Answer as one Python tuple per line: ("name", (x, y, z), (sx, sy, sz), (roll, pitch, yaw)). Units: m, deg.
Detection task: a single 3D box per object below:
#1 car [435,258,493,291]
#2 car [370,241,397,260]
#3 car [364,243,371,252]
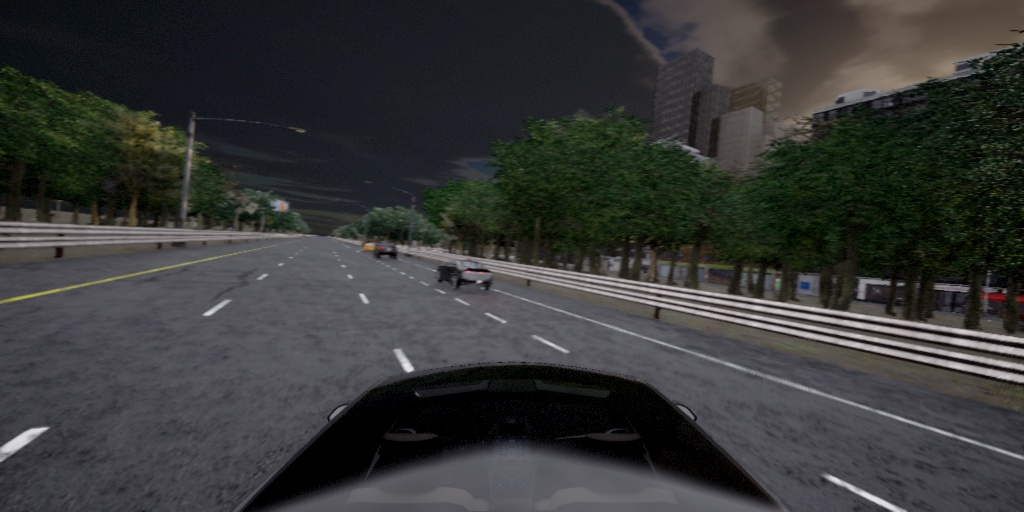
("car", (-2.645, 0.899, 19.055), (2.128, 1.511, 4.902), (6, 0, -28))
("car", (-15.179, -0.740, 42.983), (2.150, 2.045, 5.566), (6, 0, -28))
("car", (-23.633, -1.410, 59.876), (1.882, 1.535, 5.008), (5, 0, -23))
